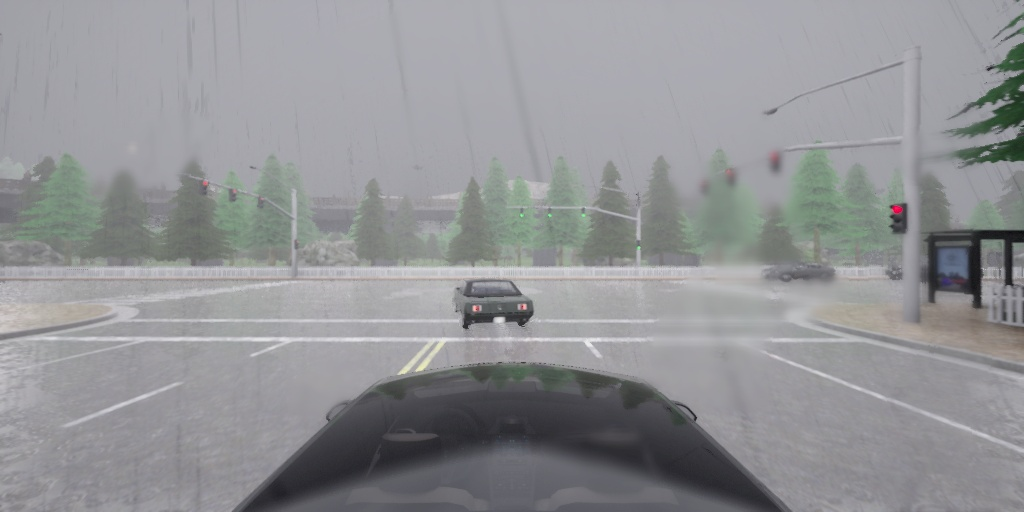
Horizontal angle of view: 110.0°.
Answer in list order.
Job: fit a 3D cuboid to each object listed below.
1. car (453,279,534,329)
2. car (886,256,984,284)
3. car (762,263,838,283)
[{"bbox_3d":[-0.828,1.370,11.485,1.895,1.301,4.718,0,0,-13],"label":"car"},{"bbox_3d":[31.687,0.980,26.978,5.566,2.045,2.150,0,0,1],"label":"car"},{"bbox_3d":[21.653,1.251,27.088,4.902,1.511,2.128,0,0,0],"label":"car"}]
